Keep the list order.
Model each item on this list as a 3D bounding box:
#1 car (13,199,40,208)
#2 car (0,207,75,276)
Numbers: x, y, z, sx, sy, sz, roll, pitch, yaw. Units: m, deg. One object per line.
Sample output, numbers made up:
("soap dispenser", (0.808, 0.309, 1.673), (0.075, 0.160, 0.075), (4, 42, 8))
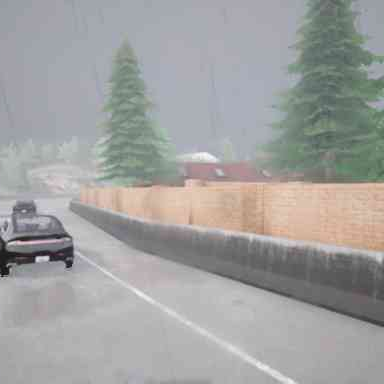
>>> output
("car", (-15.408, 1.385, 30.900), (1.837, 1.490, 4.892), (0, 1, -23))
("car", (-4.988, 1.452, 10.383), (2.128, 1.511, 4.902), (0, 0, -31))
